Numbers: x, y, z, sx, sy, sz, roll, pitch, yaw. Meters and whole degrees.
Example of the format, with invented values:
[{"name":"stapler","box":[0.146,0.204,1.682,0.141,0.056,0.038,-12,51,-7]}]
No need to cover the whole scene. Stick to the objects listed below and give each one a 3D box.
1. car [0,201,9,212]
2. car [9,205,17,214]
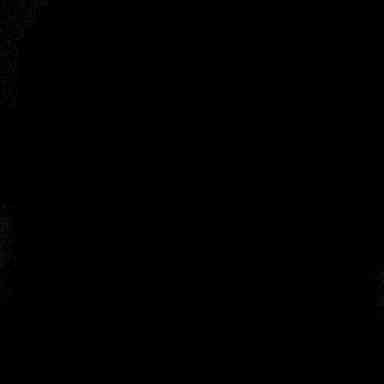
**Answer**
[{"name":"car","box":[-19.368,1.181,29.152,2.192,1.841,5.009,0,-1,36]},{"name":"car","box":[-16.225,1.525,33.541,1.802,1.307,4.206,0,-1,36]}]
